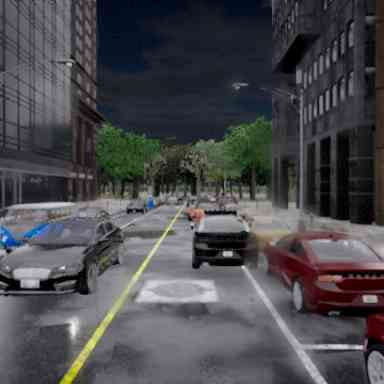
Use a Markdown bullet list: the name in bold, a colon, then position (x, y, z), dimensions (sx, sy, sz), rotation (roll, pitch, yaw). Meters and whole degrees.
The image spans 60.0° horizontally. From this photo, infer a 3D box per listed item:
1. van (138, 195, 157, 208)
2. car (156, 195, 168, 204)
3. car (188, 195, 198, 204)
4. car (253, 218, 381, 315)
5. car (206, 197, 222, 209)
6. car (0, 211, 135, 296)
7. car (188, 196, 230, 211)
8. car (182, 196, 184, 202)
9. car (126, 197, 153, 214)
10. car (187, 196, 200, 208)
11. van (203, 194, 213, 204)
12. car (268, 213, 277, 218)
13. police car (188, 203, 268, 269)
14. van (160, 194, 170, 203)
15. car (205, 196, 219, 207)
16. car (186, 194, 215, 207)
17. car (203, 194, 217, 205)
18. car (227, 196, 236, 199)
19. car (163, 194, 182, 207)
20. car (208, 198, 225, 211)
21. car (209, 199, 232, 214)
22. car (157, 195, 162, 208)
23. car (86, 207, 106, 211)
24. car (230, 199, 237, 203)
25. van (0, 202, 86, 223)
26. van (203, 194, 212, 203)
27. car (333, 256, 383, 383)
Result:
- **van**: position (-5.598, 1.276, 40.085), dimensions (1.690, 1.788, 3.998), rotation (0, 0, 0)
- **car**: position (-5.508, 1.349, 61.835), dimensions (1.967, 1.590, 4.097), rotation (0, 0, 0)
- **car**: position (0.259, 1.413, 62.363), dimensions (1.837, 1.490, 4.892), rotation (0, 0, 0)
- **car**: position (2.792, 1.531, 7.424), dimensions (1.887, 1.381, 4.507), rotation (0, 0, 0)
- **car**: position (2.950, 1.473, 45.487), dimensions (1.887, 1.381, 4.507), rotation (0, 0, 0)
- **car**: position (-3.066, 1.476, 8.764), dimensions (2.128, 1.511, 4.902), rotation (0, 0, 0)
- **car**: position (0.986, 1.315, 21.107), dimensions (2.097, 1.767, 4.553), rotation (0, 0, 0)
- **car**: position (-2.705, 1.511, 71.122), dimensions (1.895, 1.301, 4.718), rotation (0, 0, 0)
- **car**: position (-5.620, 1.509, 34.647), dimensions (1.947, 1.339, 4.313), rotation (0, 0, 0)
- **car**: position (0.209, 1.429, 48.339), dimensions (1.837, 1.490, 4.892), rotation (0, 0, 1)
- **van**: position (3.017, 1.249, 61.799), dimensions (1.690, 1.788, 3.998), rotation (0, 0, 0)
- **car**: position (2.815, 1.502, 13.032), dimensions (1.752, 1.417, 4.829), rotation (0, 0, 0)
- **police car**: position (0.946, 1.406, 11.246), dimensions (1.930, 1.638, 5.238), rotation (0, 0, 0)
- **van**: position (-5.485, 1.243, 67.273), dimensions (1.690, 1.788, 3.998), rotation (0, 0, 0)
- **car**: position (2.972, 1.361, 50.924), dimensions (1.967, 1.590, 4.097), rotation (0, 0, 0)
- **car**: position (0.828, 1.306, 27.135), dimensions (2.097, 1.767, 4.553), rotation (0, 0, 2)
- **car**: position (2.995, 1.230, 56.362), dimensions (2.192, 1.841, 5.009), rotation (0, 0, 0)
- **car**: position (2.882, 1.266, 29.174), dimensions (2.192, 1.841, 5.009), rotation (0, 0, 0)
- **car**: position (-2.879, 1.448, 49.983), dimensions (1.812, 1.442, 4.674), rotation (0, 0, 0)
- **car**: position (2.928, 1.460, 40.219), dimensions (1.752, 1.417, 4.829), rotation (0, 0, 0)
- **car**: position (2.905, 1.494, 34.612), dimensions (2.008, 1.369, 4.403), rotation (0, 0, 0)
- **car**: position (-5.576, 1.454, 45.353), dimensions (1.752, 1.417, 4.829), rotation (0, 0, 0)
- **car**: position (-5.688, 1.519, 18.335), dimensions (2.008, 1.369, 4.403), rotation (0, 0, 0)
- **car**: position (2.860, 1.484, 23.907), dimensions (1.752, 1.417, 4.829), rotation (0, 0, 0)
- **van**: position (-5.711, 1.318, 12.897), dimensions (1.690, 1.788, 3.998), rotation (0, 0, 0)
- **van**: position (3.040, 1.243, 67.237), dimensions (1.690, 1.788, 3.998), rotation (0, 0, 0)
- **car**: position (2.769, 1.541, 1.987), dimensions (1.887, 1.381, 4.507), rotation (0, 0, 0)
